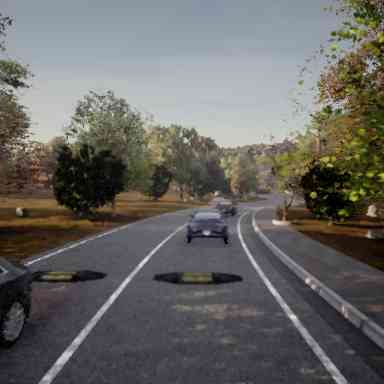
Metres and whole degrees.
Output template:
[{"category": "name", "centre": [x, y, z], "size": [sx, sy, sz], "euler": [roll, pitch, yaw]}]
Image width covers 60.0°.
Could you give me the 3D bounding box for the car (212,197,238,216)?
[{"category": "car", "centre": [3.441, 1.532, 32.622], "size": [1.812, 1.442, 4.674], "euler": [1, 0, 12]}]

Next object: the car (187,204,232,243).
[{"category": "car", "centre": [0.816, 1.517, 16.065], "size": [1.812, 1.442, 4.674], "euler": [0, 0, 5]}]

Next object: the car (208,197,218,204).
[{"category": "car", "centre": [3.617, 1.471, 46.898], "size": [1.812, 1.442, 4.674], "euler": [2, 0, 19]}]

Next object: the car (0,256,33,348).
[{"category": "car", "centre": [-3.511, 1.500, 3.467], "size": [1.837, 1.490, 4.892], "euler": [0, 0, 1]}]
